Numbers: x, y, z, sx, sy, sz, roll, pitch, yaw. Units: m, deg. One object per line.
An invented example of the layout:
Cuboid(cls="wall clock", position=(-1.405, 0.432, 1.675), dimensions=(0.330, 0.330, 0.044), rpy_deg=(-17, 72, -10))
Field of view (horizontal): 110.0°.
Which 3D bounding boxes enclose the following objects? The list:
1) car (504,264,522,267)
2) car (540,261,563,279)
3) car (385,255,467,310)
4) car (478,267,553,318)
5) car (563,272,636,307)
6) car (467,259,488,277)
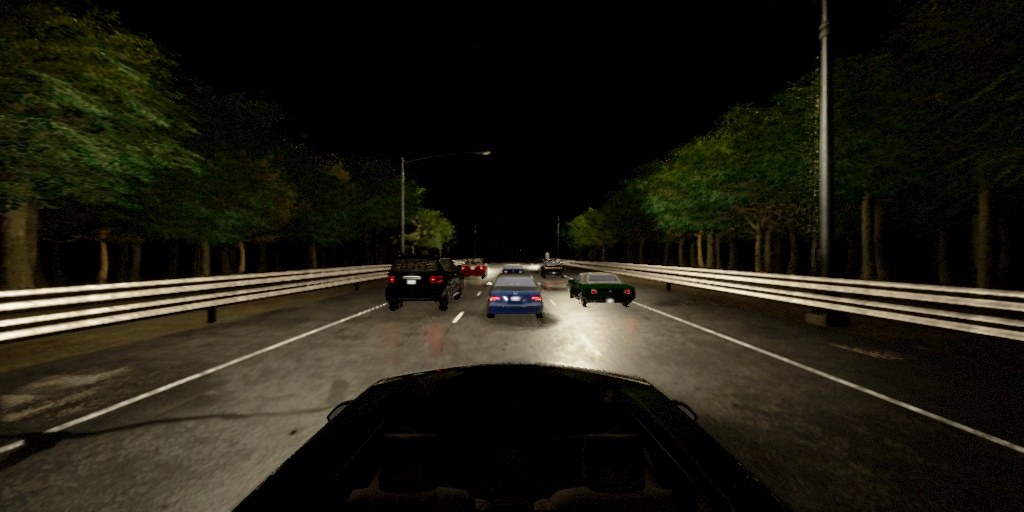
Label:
Cuboid(cls="car", position=(0.106, 1.352, 31.968), dimensions=(1.895, 1.301, 4.718), rpy_deg=(0, 0, 0))
Cuboid(cls="car", position=(3.607, 1.242, 33.173), dimensions=(2.128, 1.511, 4.902), rpy_deg=(0, 0, 0))
Cuboid(cls="car", position=(-3.396, 0.973, 14.806), dimensions=(2.150, 2.045, 5.566), rpy_deg=(0, 0, 0))
Cuboid(cls="car", position=(0.103, 1.299, 13.019), dimensions=(2.033, 1.411, 5.357), rpy_deg=(0, 0, 0))
Cuboid(cls="car", position=(3.602, 1.352, 15.381), dimensions=(1.895, 1.301, 4.718), rpy_deg=(0, 0, 0))
Cuboid(cls="car", position=(-3.392, 1.103, 32.939), dimensions=(2.097, 1.767, 4.553), rpy_deg=(0, 0, 0))
